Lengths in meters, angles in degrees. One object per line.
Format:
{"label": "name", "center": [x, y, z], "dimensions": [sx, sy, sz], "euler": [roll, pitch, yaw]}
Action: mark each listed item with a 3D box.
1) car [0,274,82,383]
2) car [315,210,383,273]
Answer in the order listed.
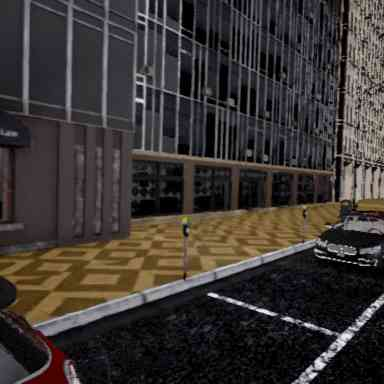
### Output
{"label": "car", "center": [-2.534, 1.300, 1.236], "dimensions": [1.967, 1.590, 4.097], "euler": [4, 4, 42]}
{"label": "car", "center": [5.088, 1.257, 9.685], "dimensions": [2.008, 1.369, 4.403], "euler": [4, 4, 42]}
